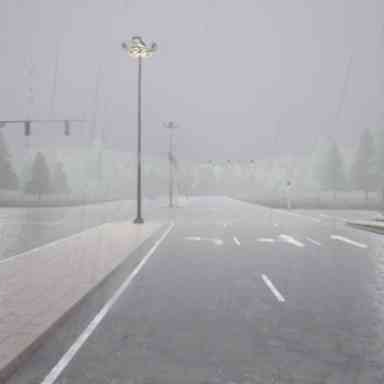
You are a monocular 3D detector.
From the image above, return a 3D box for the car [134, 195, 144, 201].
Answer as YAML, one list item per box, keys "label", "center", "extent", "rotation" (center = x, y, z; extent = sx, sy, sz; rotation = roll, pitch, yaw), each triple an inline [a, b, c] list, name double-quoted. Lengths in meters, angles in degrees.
- label: "car"
  center: [-13.284, 1.334, 83.262]
  extent: [1.882, 1.535, 5.008]
  rotation: [0, 0, 1]

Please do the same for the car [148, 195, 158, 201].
- label: "car"
  center: [-9.787, 1.424, 83.117]
  extent: [1.994, 1.385, 4.181]
  rotation: [0, 0, 1]
